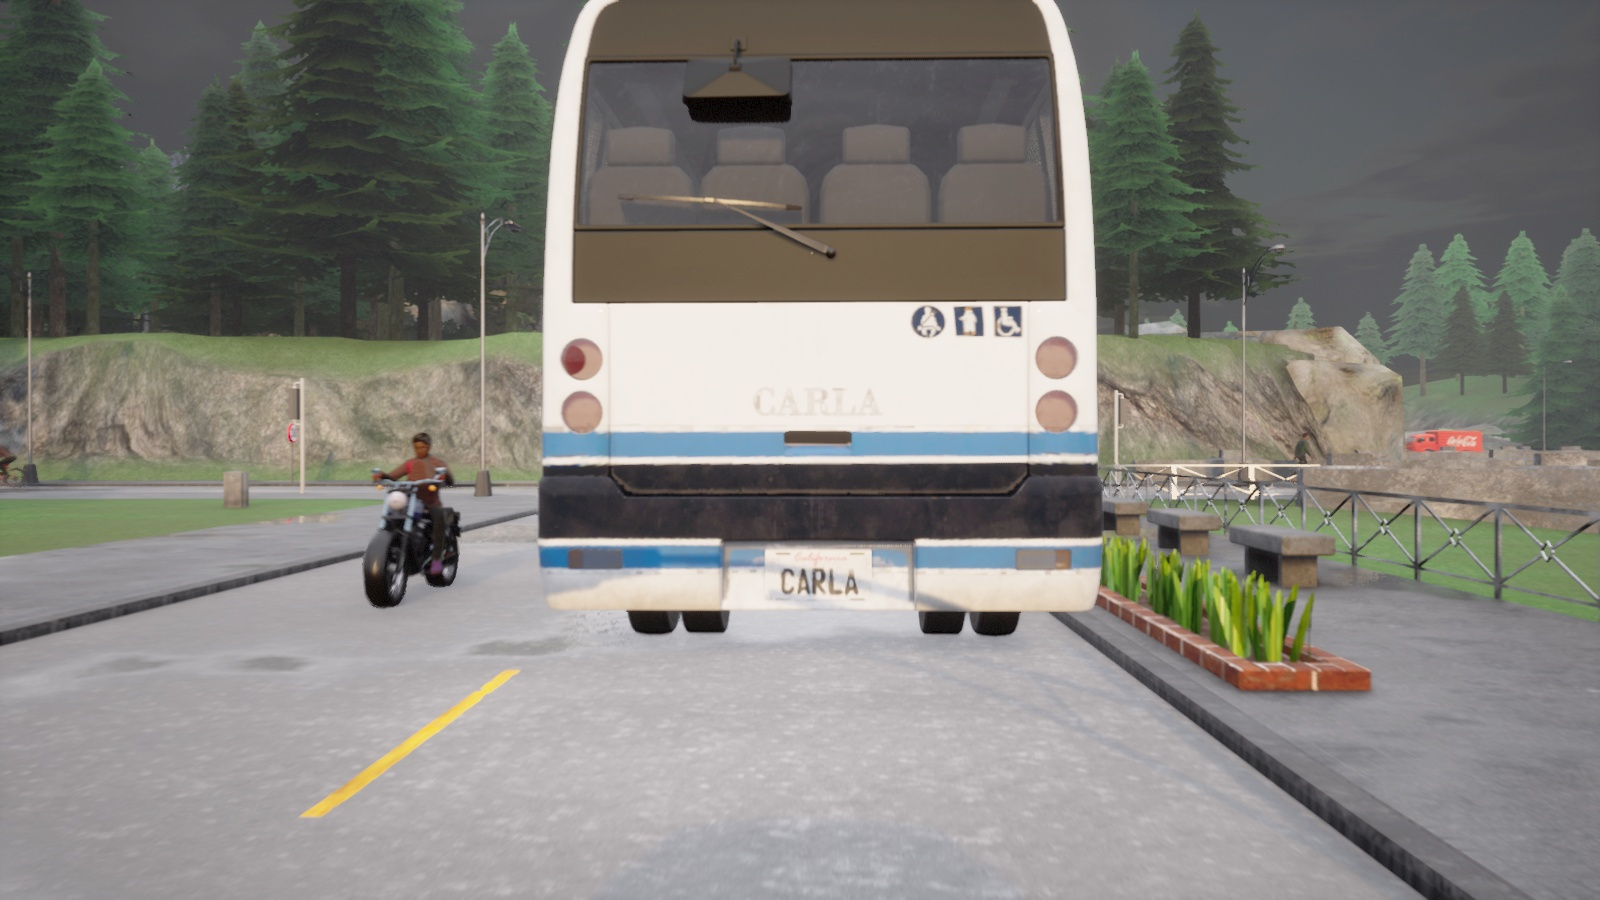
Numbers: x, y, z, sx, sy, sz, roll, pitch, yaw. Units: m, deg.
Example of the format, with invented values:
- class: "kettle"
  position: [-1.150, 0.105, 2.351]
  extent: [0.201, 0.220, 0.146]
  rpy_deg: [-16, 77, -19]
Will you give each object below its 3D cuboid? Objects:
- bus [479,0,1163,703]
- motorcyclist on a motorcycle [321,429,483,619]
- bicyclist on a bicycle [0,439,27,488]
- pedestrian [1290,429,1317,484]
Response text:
- class: "bus"
  position: [0.256, -0.695, 12.386]
  extent: [3.944, 4.253, 10.273]
  rpy_deg: [0, 0, 2]
- class: "motorcyclist on a motorcycle"
  position: [-3.754, 0.629, 12.082]
  extent: [0.766, 1.649, 2.350]
  rpy_deg: [0, 0, 1]
- class: "bicyclist on a bicycle"
  position: [-26.777, 0.451, 41.871]
  extent: [1.656, 1.620, 0.582]
  rpy_deg: [0, 0, 1]
- class: "pedestrian"
  position: [17.970, 0.236, 44.803]
  extent: [0.788, 1.949, 0.423]
  rpy_deg: [0, 0, 2]
